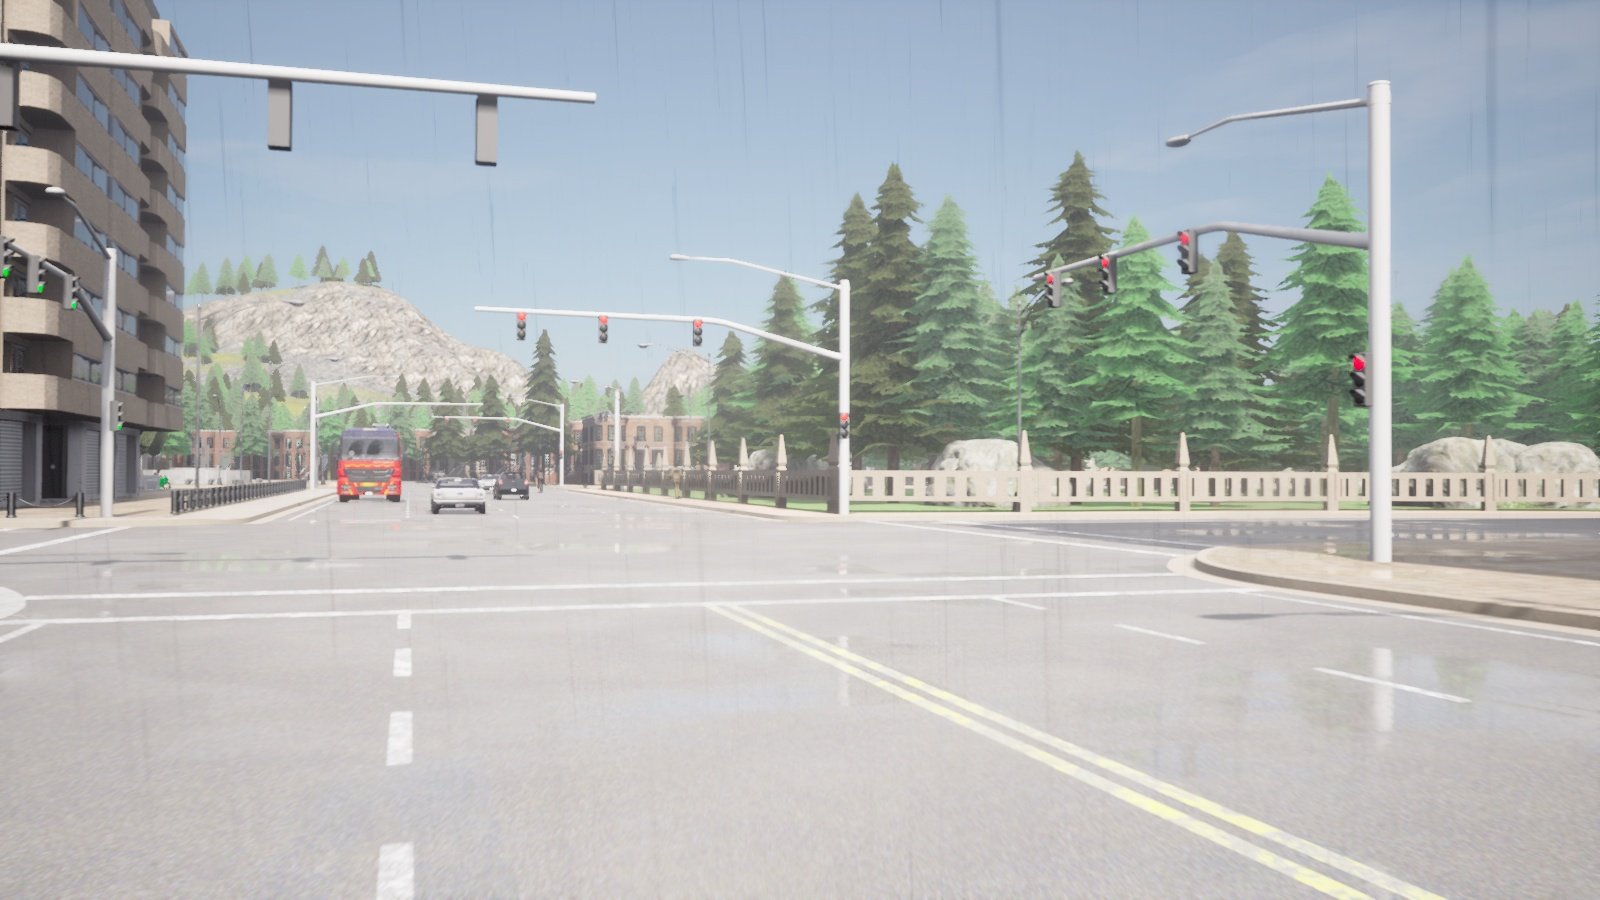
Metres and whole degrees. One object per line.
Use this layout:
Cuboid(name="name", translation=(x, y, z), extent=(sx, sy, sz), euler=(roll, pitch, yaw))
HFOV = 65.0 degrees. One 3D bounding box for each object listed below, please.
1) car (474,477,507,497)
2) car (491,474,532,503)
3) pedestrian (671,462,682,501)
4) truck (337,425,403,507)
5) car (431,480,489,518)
Cuboid(name="car", translation=(-20.869, 2.464, 84.666), extent=(1.895, 1.301, 4.718), euler=(0, -1, -17))
Cuboid(name="car", translation=(-15.560, 2.061, 67.619), extent=(1.845, 1.501, 3.633), euler=(0, -1, -17))
Cuboid(name="pedestrian", translation=(-6.184, 1.585, 62.788), extent=(0.396, 1.930, 0.692), euler=(0, -1, -19))
Cuboid(name="truck", translation=(-21.350, 0.820, 62.658), extent=(2.891, 3.827, 8.468), euler=(0, -1, -17))
Cuboid(name="car", translation=(-12.594, 1.767, 46.304), extent=(1.895, 1.301, 4.718), euler=(0, -1, -17))
